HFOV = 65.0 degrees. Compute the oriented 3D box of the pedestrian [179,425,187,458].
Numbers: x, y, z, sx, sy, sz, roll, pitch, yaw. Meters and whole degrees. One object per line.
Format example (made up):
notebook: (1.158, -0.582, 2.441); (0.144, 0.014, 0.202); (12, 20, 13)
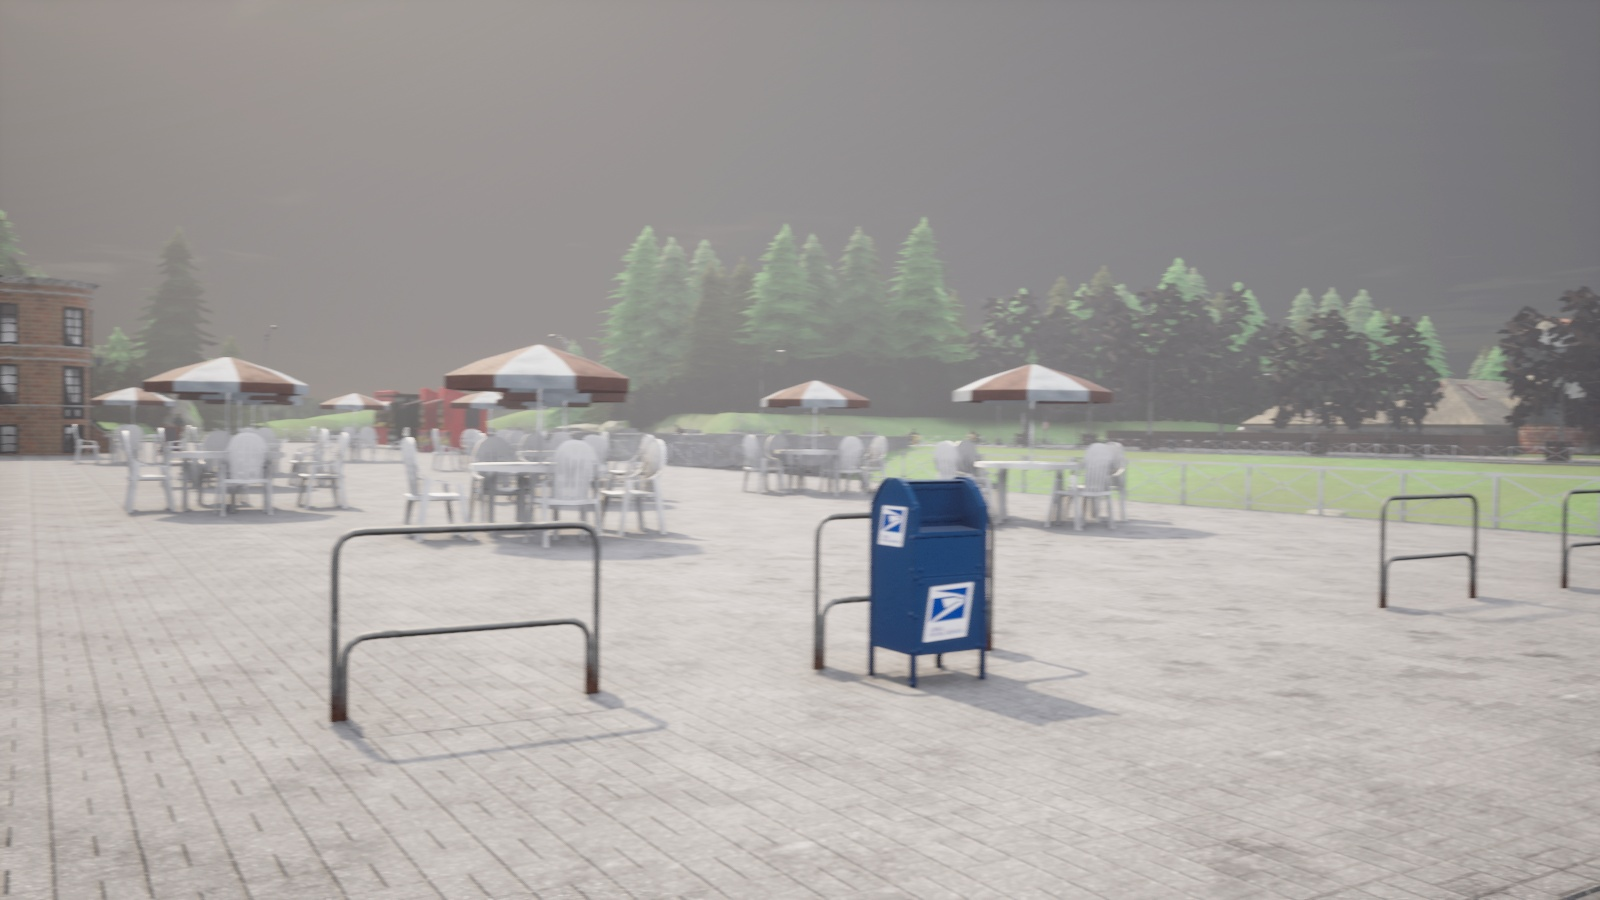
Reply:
pedestrian: (-34.800, -0.456, 70.835); (0.353, 1.847, 0.614); (-1, 1, -32)
